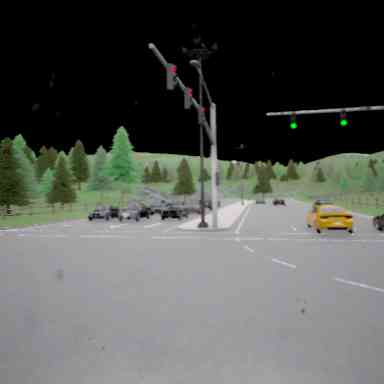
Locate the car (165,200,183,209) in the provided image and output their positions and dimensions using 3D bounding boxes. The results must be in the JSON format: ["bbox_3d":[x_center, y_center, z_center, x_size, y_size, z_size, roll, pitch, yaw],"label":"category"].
[{"bbox_3d":[-3.121,2.164,59.725,2.033,1.411,5.357,-1,-1,11],"label":"car"}]

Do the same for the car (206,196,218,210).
[{"bbox_3d":[2.171,1.652,50.303,2.150,2.045,5.566,-1,-1,11],"label":"car"}]

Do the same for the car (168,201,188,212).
[{"bbox_3d":[-1.927,2.044,47.514,1.994,1.385,4.181,-1,-1,11],"label":"car"}]

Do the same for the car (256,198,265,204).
[{"bbox_3d":[14.690,1.950,71.502,1.994,1.385,4.181,-1,-1,12],"label":"car"}]

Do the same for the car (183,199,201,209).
[{"bbox_3d":[0.003,2.029,57.463,2.128,1.511,4.902,-1,-1,11],"label":"car"}]

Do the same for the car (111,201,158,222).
[{"bbox_3d":[-5.218,1.877,30.858,2.128,1.511,4.902,-1,-1,11],"label":"car"}]

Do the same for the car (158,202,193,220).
[{"bbox_3d":[-1.530,1.924,31.416,1.895,1.301,4.718,-1,-1,11],"label":"car"}]

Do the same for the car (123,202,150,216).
[{"bbox_3d":[-6.761,2.034,40.969,1.812,1.442,4.674,-1,-1,11],"label":"car"}]

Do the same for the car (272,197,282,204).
[{"bbox_3d":[18.205,1.883,71.190,1.994,1.385,4.181,-1,-1,12],"label":"car"}]

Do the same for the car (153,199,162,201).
[{"bbox_3d":[-5.077,1.911,49.672,2.097,1.767,4.553,-1,-1,11],"label":"car"}]

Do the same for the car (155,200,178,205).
[{"bbox_3d":[-3.471,1.999,39.545,1.994,1.385,4.181,-1,-1,11],"label":"car"}]

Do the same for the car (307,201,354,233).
[{"bbox_3d":[8.083,1.515,19.823,1.882,1.535,5.008,-1,-1,11],"label":"car"}]

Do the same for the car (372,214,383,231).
[{"bbox_3d":[11.145,1.504,17.229,2.033,1.411,5.357,-1,-1,11],"label":"car"}]

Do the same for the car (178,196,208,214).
[{"bbox_3d":[0.214,1.725,40.189,2.097,1.767,4.553,-1,-1,11],"label":"car"}]

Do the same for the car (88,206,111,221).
[{"bbox_3d":[-8.443,2.025,32.506,1.994,1.385,4.181,-1,-1,11],"label":"car"}]

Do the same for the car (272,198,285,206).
[{"bbox_3d":[16.016,1.754,61.063,1.882,1.535,5.008,-1,-1,12],"label":"car"}]

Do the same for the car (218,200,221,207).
[{"bbox_3d":[4.173,2.037,60.518,2.033,1.411,5.357,-1,-1,11],"label":"car"}]
